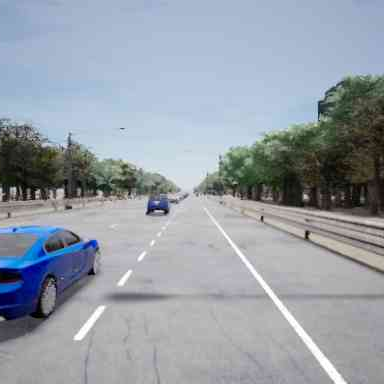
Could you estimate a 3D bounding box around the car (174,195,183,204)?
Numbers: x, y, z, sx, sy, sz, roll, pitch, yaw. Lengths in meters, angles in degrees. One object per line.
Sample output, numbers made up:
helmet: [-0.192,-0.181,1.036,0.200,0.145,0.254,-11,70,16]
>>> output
car: [-3.376,1.673,66.505,1.895,1.301,4.718,0,0,0]

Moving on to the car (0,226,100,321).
car: [-3.499,1.480,7.401,1.882,1.535,5.008,0,0,0]

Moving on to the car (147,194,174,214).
car: [-3.483,1.251,35.358,2.150,2.045,5.566,0,0,0]

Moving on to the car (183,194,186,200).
car: [-3.265,1.699,90.674,1.895,1.301,4.718,0,0,0]
